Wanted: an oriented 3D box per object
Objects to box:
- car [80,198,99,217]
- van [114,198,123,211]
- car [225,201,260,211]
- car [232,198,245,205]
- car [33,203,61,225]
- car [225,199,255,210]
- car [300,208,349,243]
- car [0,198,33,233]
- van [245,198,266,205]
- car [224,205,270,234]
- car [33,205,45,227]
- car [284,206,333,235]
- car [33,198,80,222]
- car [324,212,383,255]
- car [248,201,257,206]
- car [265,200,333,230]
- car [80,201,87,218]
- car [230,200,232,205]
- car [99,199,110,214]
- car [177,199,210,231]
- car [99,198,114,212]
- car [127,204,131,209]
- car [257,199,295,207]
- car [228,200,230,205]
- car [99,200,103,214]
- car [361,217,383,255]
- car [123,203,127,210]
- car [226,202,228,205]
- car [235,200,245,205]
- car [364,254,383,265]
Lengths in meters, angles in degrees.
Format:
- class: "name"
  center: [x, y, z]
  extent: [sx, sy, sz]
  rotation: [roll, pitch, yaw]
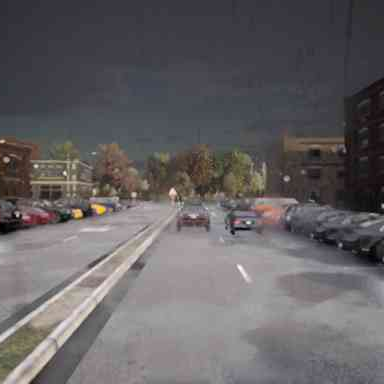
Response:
- class: "car"
  center: [-12.564, 1.606, 32.784]
  extent: [5.566, 2.045, 2.435]
  rotation: [0, -1, 0]
- class: "van"
  center: [-12.409, 1.820, 46.554]
  extent: [4.442, 1.987, 1.878]
  rotation: [0, -1, 0]
- class: "car"
  center: [7.637, 2.074, 50.295]
  extent: [5.008, 1.535, 2.097]
  rotation: [0, 0, 0]
- class: "car"
  center: [7.662, 1.655, 36.510]
  extent: [5.566, 2.045, 2.435]
  rotation: [0, -1, 0]
- class: "car"
  center: [-12.537, 1.782, 24.378]
  extent: [4.674, 1.452, 2.002]
  rotation: [0, -1, 0]
- class: "car"
  center: [7.600, 1.975, 53.059]
  extent: [4.553, 1.767, 2.185]
  rotation: [0, -1, 0]
- class: "car"
  center: [7.632, 1.629, 14.450]
  extent: [4.892, 1.521, 2.231]
  rotation: [0, -1, 0]
- class: "car"
  center: [-12.571, 1.421, 18.888]
  extent: [5.566, 2.045, 2.435]
  rotation: [0, -1, 0]
- class: "van"
  center: [7.518, 1.607, 30.995]
  extent: [4.442, 1.987, 1.878]
  rotation: [0, -1, 0]
- class: "car"
  center: [3.102, 1.768, 20.662]
  extent: [2.033, 1.411, 5.357]
  rotation: [0, -1, 0]
- class: "car"
  center: [-12.539, 1.747, 21.663]
  extent: [4.674, 1.452, 2.002]
  rotation: [0, -1, 0]
- class: "car"
  center: [7.631, 1.661, 17.207]
  extent: [4.892, 1.521, 2.231]
  rotation: [0, -1, 0]
- class: "car"
  center: [-12.510, 1.528, 27.100]
  extent: [5.566, 2.045, 2.435]
  rotation: [0, -1, 0]
- class: "car"
  center: [7.632, 1.599, 11.693]
  extent: [4.892, 1.521, 2.231]
  rotation: [0, -1, 0]
- class: "car"
  center: [7.641, 1.796, 28.235]
  extent: [5.008, 1.535, 2.097]
  rotation: [0, -1, 0]
- class: "car"
  center: [7.668, 1.600, 22.723]
  extent: [4.553, 1.767, 2.185]
  rotation: [0, -1, 0]
- class: "car"
  center: [-12.722, 1.815, 30.000]
  extent: [5.366, 1.575, 1.946]
  rotation: [0, -1, 0]
- class: "car"
  center: [7.639, 1.982, 42.020]
  extent: [4.892, 1.521, 2.231]
  rotation: [0, -1, 0]
- class: "car"
  center: [-12.526, 1.933, 38.212]
  extent: [5.008, 1.535, 2.097]
  rotation: [0, -1, 0]
- class: "car"
  center: [0.096, 1.595, 22.619]
  extent: [2.097, 1.767, 4.553]
  rotation: [0, -1, 0]
- class: "car"
  center: [-12.560, 1.849, 41.118]
  extent: [4.553, 1.767, 2.185]
  rotation: [0, -1, 0]
- class: "car"
  center: [-12.492, 2.150, 54.895]
  extent: [4.792, 1.488, 2.163]
  rotation: [0, 0, 0]
- class: "car"
  center: [7.667, 1.635, 25.480]
  extent: [4.553, 1.767, 2.185]
  rotation: [0, -1, 0]
- class: "car"
  center: [7.601, 1.888, 44.783]
  extent: [4.553, 1.767, 2.185]
  rotation: [0, -1, 0]
- class: "car"
  center: [-12.539, 1.897, 35.558]
  extent: [4.892, 1.521, 2.231]
  rotation: [0, -1, 0]
- class: "car"
  center: [7.632, 1.570, 8.937]
  extent: [4.892, 1.521, 2.231]
  rotation: [0, -1, 0]
- class: "car"
  center: [-12.556, 1.949, 49.461]
  extent: [4.553, 1.767, 2.185]
  rotation: [0, -1, 0]
- class: "car"
  center: [7.630, 2.084, 47.539]
  extent: [4.674, 1.452, 2.002]
  rotation: [0, -1, 0]
- class: "car"
  center: [7.449, 1.866, 33.749]
  extent: [5.366, 1.575, 1.946]
  rotation: [0, -1, 0]
- class: "car"
  center: [3.100, 1.522, 1.709]
  extent: [1.837, 1.490, 4.892]
  rotation: [0, -1, 0]
